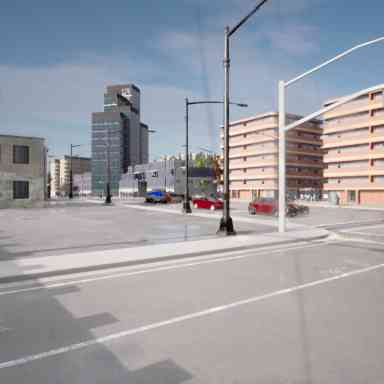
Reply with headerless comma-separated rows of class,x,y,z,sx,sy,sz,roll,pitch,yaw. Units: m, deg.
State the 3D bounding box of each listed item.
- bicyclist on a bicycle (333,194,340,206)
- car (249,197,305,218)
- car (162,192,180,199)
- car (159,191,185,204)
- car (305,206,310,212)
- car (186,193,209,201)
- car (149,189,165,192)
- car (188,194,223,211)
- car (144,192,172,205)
bicyclist on a bicycle,20.042,1.094,45.989,1.656,1.620,0.582,0,1,-34
car,7.166,1.231,29.406,2.097,1.767,4.553,0,1,-34
car,-4.592,0.661,71.584,1.994,1.385,4.181,0,1,-34
car,-3.135,1.027,50.698,1.812,1.442,4.674,0,1,-34
car,8.980,1.400,32.951,2.033,1.411,5.357,0,1,-34
car,1.042,0.959,63.344,1.895,1.301,4.718,0,1,-34
car,-7.497,0.334,69.631,2.150,2.045,5.566,0,1,-34
car,2.022,1.229,36.916,1.882,1.535,5.008,0,1,-34
car,-5.124,1.094,47.401,1.994,1.385,4.181,0,1,-34
